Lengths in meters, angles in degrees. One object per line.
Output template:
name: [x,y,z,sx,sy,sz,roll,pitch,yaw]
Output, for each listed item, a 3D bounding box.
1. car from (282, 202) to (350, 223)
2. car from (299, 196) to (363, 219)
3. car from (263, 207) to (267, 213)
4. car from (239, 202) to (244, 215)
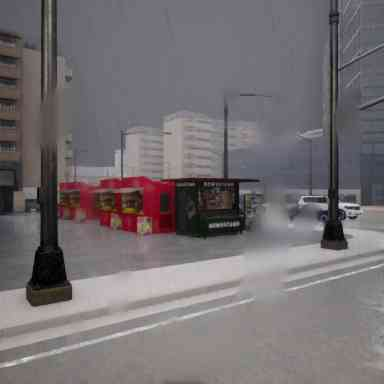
car: [9.676,1.707,26.696,1.895,1.301,4.718,0,-1,-37]
car: [12.005,1.339,29.426,2.150,2.045,5.566,0,-1,-36]
car: [5.984,1.789,37.717,2.033,1.411,5.357,0,-1,-36]
car: [3.994,1.769,34.494,2.033,1.411,5.357,0,-1,-37]
